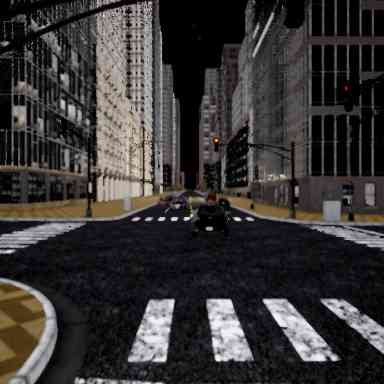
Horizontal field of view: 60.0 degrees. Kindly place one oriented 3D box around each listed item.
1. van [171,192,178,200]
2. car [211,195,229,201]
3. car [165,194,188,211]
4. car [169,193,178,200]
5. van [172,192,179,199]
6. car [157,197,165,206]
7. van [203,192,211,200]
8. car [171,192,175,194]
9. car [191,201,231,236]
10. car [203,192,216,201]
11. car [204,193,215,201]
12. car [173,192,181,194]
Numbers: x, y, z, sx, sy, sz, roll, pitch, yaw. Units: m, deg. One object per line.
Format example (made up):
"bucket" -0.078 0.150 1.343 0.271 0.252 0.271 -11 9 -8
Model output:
"van" -4.278 0.952 81.514 1.690 1.788 3.998 0 0 0
"car" 3.868 1.385 42.868 1.947 1.339 4.313 0 0 0
"car" -1.563 1.333 38.246 2.128 1.511 4.902 0 0 0
"car" -4.247 1.082 75.987 1.967 1.590 4.097 0 0 0
"van" -4.309 0.921 87.041 1.690 1.788 3.998 0 0 0
"car" -4.093 1.373 48.350 1.802 1.307 4.206 0 0 0
"van" 3.602 0.952 81.558 1.690 1.788 3.998 0 0 0
"car" -4.185 1.270 64.932 1.947 1.339 4.313 0 0 0
"car" 1.007 1.447 17.974 1.837 1.490 4.892 0 0 4
"car" 3.695 1.019 64.975 2.192 1.841 5.009 0 0 0
"car" 3.664 1.113 70.504 1.967 1.590 4.097 0 0 0
"car" -1.634 1.246 55.500 2.128 1.511 4.902 0 0 0
